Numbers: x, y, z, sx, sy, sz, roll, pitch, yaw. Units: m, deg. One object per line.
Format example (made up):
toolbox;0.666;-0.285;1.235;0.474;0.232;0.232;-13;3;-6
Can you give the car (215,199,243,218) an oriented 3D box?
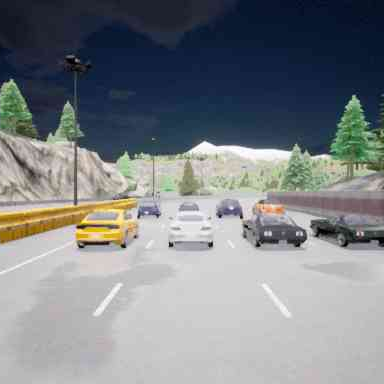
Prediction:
car;3.244;1.366;29.773;2.097;1.767;4.553;0;0;-1

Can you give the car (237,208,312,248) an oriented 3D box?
car;3.433;1.617;14.835;1.895;1.301;4.718;0;0;-1

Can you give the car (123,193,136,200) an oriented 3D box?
car;-14.323;1.483;81.801;1.837;1.490;4.892;0;0;16

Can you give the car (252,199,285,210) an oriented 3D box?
car;6.744;1.366;29.818;2.097;1.767;4.553;0;0;-1

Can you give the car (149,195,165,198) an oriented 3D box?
car;-7.675;1.515;79.606;2.128;1.511;4.902;0;0;16

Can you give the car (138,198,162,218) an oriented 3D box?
car;-3.756;1.533;29.715;1.812;1.442;4.674;0;0;-1

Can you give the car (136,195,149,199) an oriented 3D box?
car;-10.999;1.464;80.703;1.882;1.535;5.008;0;0;16

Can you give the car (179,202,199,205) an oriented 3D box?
car;-0.256;1.573;29.759;1.994;1.385;4.181;0;0;-1

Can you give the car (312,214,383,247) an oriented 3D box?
car;6.933;1.617;14.879;1.895;1.301;4.718;0;0;-1

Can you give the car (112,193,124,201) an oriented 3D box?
car;-17.655;1.204;82.870;2.150;2.045;5.566;0;0;16

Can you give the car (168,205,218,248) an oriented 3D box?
car;-0.067;1.533;14.760;1.812;1.442;4.674;0;0;-1

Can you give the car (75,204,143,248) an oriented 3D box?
car;-3.566;1.485;14.716;1.882;1.535;5.008;0;0;-1
